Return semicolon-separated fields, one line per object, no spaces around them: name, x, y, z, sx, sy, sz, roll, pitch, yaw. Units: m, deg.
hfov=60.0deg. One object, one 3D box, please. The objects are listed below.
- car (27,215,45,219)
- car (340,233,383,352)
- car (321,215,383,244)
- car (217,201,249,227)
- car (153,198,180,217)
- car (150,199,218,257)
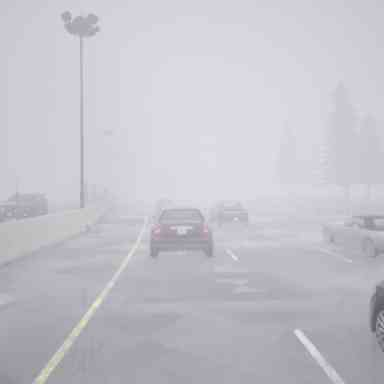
car;-12.352;1.097;24.622;2.150;2.045;5.566;0;0;-7
car;3.491;1.462;2.862;2.128;1.511;4.902;0;0;-1
car;6.616;1.500;12.301;1.895;1.301;4.718;0;0;-4
car;2.276;1.343;21.537;2.128;1.511;4.902;0;0;-6
car;-2.482;1.350;30.940;2.033;1.411;5.357;0;0;-9
car;-0.452;1.269;12.717;2.097;1.767;4.553;0;0;-4
